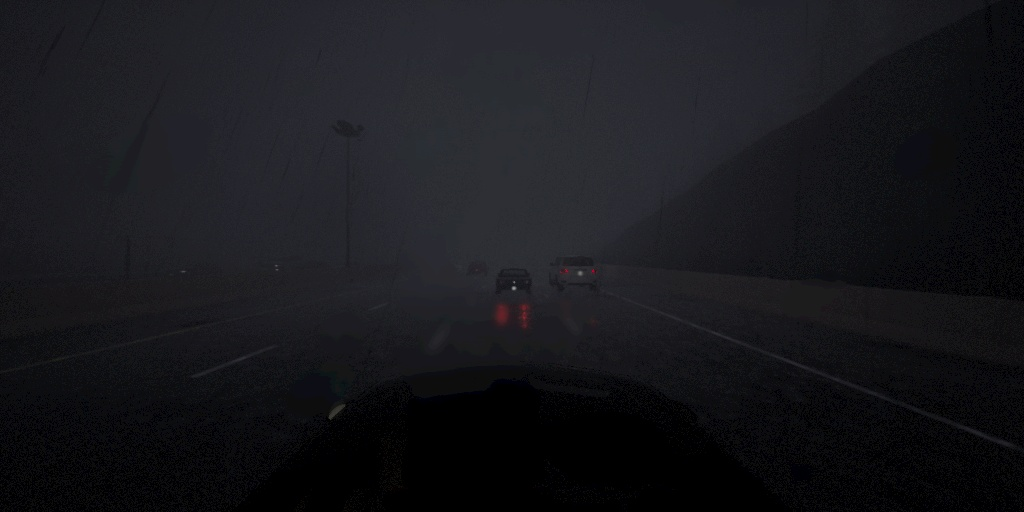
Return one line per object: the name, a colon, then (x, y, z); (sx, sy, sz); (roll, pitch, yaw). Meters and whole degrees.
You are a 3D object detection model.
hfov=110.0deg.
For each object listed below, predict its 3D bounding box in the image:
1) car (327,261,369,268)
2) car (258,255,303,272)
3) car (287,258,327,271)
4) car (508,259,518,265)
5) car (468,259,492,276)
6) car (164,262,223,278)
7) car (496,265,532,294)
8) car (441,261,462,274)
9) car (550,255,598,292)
car: (-17.579, 1.271, 38.674); (1.812, 1.442, 4.674); (0, 0, 0)
car: (-24.577, 0.964, 38.595); (2.150, 2.045, 5.566); (0, 0, 0)
car: (-21.091, 1.249, 37.953); (1.837, 1.490, 4.892); (0, 0, 0)
car: (0.089, 1.294, 65.108); (2.033, 1.411, 5.357); (0, 0, 0)
car: (-3.418, 1.225, 37.109); (1.882, 1.535, 5.008); (0, 0, 0)
car: (-28.082, 1.270, 31.863); (1.812, 1.442, 4.674); (0, 0, 0)
car: (0.101, 1.350, 20.315); (1.895, 1.301, 4.718); (0, 0, 0)
car: (-6.918, 1.272, 41.458); (1.812, 1.442, 4.674); (0, 0, 0)
car: (3.588, 0.970, 21.522); (2.150, 2.045, 5.566); (0, 0, 0)
